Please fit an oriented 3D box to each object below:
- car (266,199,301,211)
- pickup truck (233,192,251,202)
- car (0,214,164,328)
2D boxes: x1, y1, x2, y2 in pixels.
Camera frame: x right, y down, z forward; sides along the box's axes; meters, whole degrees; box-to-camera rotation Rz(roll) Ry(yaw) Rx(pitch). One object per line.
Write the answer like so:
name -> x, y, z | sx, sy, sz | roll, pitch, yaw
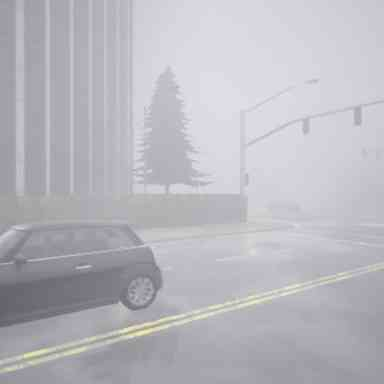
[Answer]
car -> 10.888, 1.533, 39.765 | 1.994, 1.385, 4.181 | 0, 0, -35
pickup truck -> 10.282, 1.012, 68.812 | 2.390, 2.098, 6.274 | 0, 0, -5
car -> -2.874, 1.352, 6.209 | 4.553, 1.767, 2.097 | 0, 0, -35
